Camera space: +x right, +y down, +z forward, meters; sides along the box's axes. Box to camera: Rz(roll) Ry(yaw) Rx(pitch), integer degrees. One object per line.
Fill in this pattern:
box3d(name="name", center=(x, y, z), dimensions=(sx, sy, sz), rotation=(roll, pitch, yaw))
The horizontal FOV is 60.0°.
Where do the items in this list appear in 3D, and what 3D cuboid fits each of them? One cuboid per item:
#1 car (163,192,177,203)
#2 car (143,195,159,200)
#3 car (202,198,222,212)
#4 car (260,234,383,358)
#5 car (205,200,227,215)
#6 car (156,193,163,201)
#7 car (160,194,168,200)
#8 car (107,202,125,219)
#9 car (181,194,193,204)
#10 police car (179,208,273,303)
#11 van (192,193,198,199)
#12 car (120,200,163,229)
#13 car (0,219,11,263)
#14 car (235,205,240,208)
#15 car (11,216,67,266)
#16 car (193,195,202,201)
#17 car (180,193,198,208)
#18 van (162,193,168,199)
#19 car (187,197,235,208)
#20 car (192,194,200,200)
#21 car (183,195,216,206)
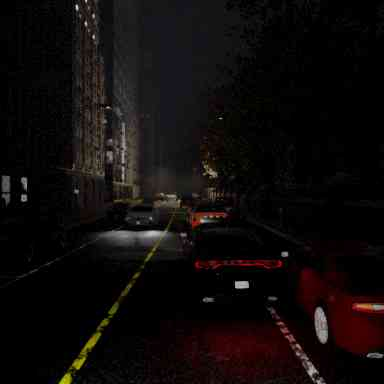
box3d(name="car", center=(-4.165, 1.074, 68.331), dimensions=(2.150, 2.045, 5.566), rotation=(0, 0, -1))
box3d(name="car", center=(-6.551, 1.486, 50.581), dimensions=(1.802, 1.307, 4.206), rotation=(0, 0, -1))
box3d(name="car", center=(2.258, 1.488, 39.417), dimensions=(2.008, 1.369, 4.403), rotation=(0, 0, -1))
box3d(name="car", center=(2.701, 1.544, 6.077), dimensions=(1.887, 1.381, 4.507), rotation=(0, 0, 0))
box3d(name="car", center=(2.397, 1.535, 33.860), dimensions=(1.802, 1.307, 4.206), rotation=(0, 0, -1))
box3d(name="car", center=(-7.107, 1.154, 72.813), dimensions=(2.192, 1.841, 5.009), rotation=(0, 0, -1))
box3d(name="car", center=(-7.527, 1.336, 89.490), dimensions=(2.008, 1.369, 4.403), rotation=(0, 0, -1))
box3d(name="car", center=(-5.993, 1.532, 28.341), dimensions=(1.947, 1.339, 4.313), rotation=(0, 0, -1))
box3d(name="car", center=(-0.945, 1.231, 59.606), dimensions=(2.097, 1.767, 4.553), rotation=(0, 0, -1))
box3d(name="police car", center=(0.739, 1.423, 8.423), dimensions=(1.930, 1.638, 5.238), rotation=(0, 0, -3))
box3d(name="van", center=(0.864, 1.108, 94.997), dimensions=(1.690, 1.788, 3.998), rotation=(0, 0, -1))
box3d(name="car", center=(-3.153, 1.507, 21.631), dimensions=(1.812, 1.442, 4.674), rotation=(0, 0, -1))
box3d(name="car", center=(-5.824, 1.314, 6.033), dimensions=(2.192, 1.841, 5.009), rotation=(0, 0, 0))
box3d(name="car", center=(2.649, 1.562, 22.735), dimensions=(1.802, 1.307, 4.206), rotation=(0, 0, -1))
box3d(name="car", center=(-5.817, 1.561, 11.595), dimensions=(1.947, 1.339, 4.313), rotation=(0, 0, 0))
box3d(name="car", center=(1.281, 1.374, 78.323), dimensions=(2.008, 1.369, 4.403), rotation=(0, 0, -1))
box3d(name="car", center=(-0.598, 1.269, 46.379), dimensions=(2.097, 1.767, 4.553), rotation=(0, 0, -1))
box3d(name="van", center=(-7.665, 1.106, 95.049), dimensions=(1.690, 1.788, 3.998), rotation=(0, 0, -1))
box3d(name="car", center=(0.906, 1.338, 18.350), dimensions=(2.097, 1.767, 4.553), rotation=(0, 0, 0))
box3d(name="car", center=(1.003, 1.227, 89.440), dimensions=(1.967, 1.590, 4.097), rotation=(0, 0, -1))
box3d(name="car", center=(0.696, 1.328, 24.399), dimensions=(2.097, 1.767, 4.553), rotation=(0, 0, 1))
